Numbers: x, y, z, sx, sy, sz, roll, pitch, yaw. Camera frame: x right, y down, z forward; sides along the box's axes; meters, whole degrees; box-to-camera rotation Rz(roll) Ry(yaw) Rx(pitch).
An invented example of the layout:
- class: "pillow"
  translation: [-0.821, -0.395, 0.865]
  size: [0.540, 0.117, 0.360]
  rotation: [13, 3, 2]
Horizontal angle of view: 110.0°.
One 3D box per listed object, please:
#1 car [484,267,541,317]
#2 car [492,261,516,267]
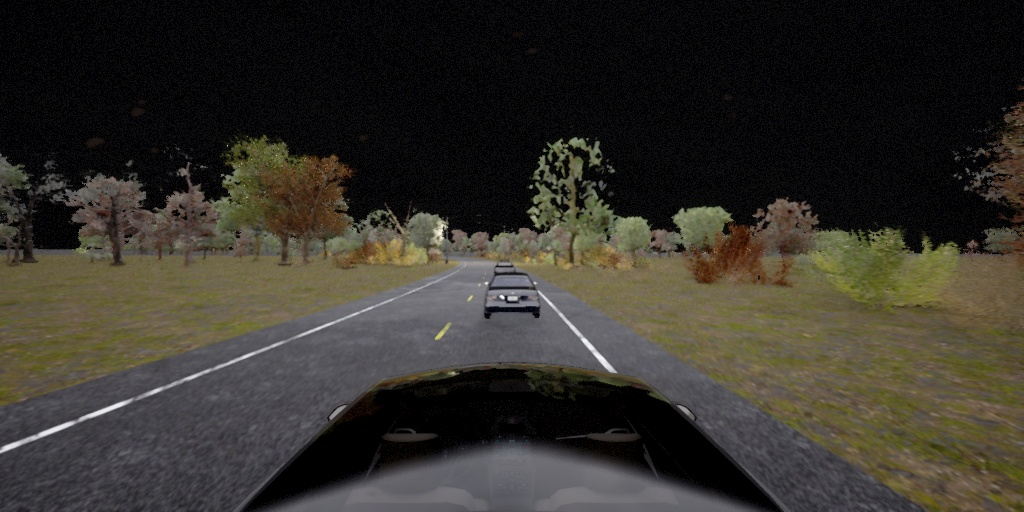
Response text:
- class: "car"
  translation: [-0.031, 1.282, 12.980]
  size: [2.033, 1.411, 5.357]
  rotation: [0, 0, -1]
- class: "car"
  translation: [-0.665, 1.185, 31.334]
  size: [2.128, 1.511, 4.902]
  rotation: [0, 0, -3]
